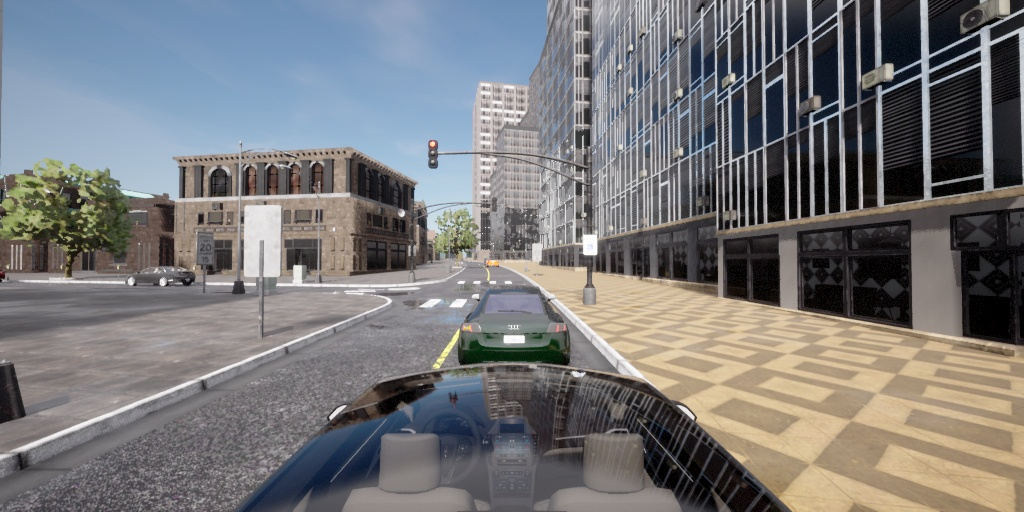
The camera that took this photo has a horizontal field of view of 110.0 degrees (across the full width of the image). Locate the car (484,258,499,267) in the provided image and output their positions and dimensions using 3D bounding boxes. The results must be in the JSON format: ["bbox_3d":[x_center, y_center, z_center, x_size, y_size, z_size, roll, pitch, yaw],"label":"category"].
[{"bbox_3d":[-3.562,1.096,64.696,2.097,1.767,4.553,0,0,-7],"label":"car"}]

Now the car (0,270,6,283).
[{"bbox_3d":[-41.453,1.380,27.465,4.507,1.381,1.888,0,0,9],"label":"car"}]

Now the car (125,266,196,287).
[{"bbox_3d":[-24.214,1.379,24.710,4.403,1.370,2.007,0,0,9],"label":"car"}]

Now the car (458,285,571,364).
[{"bbox_3d":[0.039,1.315,7.799,1.994,1.385,4.181,0,0,0],"label":"car"}]
